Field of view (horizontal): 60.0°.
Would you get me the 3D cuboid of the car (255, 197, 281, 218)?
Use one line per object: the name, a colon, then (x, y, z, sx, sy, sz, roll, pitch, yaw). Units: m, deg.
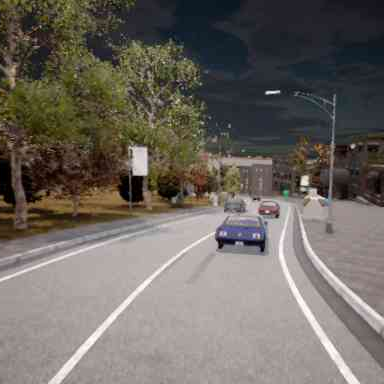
car: (7.249, 1.552, 31.170, 1.812, 1.442, 4.674, 2, 1, 17)

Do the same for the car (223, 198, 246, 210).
car: (4.581, 1.406, 35.140, 1.837, 1.490, 4.892, 2, 1, 17)

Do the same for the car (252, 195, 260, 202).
car: (14.355, 1.423, 74.517, 2.033, 1.411, 5.357, 1, 0, 7)

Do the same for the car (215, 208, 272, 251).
car: (2.301, 1.610, 14.342, 1.895, 1.301, 4.718, 2, 0, 14)
